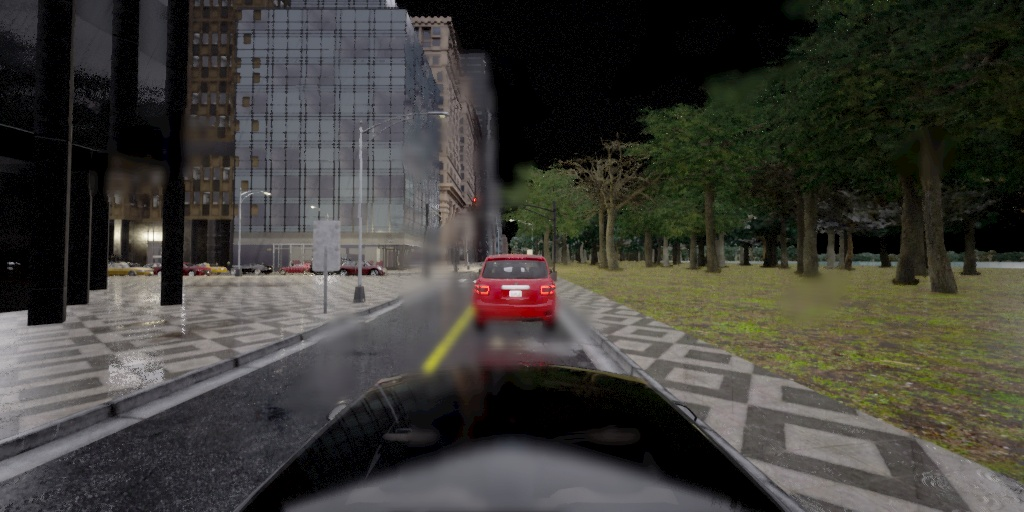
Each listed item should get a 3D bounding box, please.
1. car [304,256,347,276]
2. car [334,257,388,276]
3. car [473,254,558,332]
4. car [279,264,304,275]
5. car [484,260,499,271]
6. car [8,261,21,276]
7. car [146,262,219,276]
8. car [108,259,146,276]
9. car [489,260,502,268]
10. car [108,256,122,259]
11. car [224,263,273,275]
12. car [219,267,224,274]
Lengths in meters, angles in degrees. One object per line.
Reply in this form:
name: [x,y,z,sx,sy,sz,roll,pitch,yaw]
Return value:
car: [-16.887,0.983,35.361,5.566,2.045,2.150,0,-2,0]
car: [-13.497,1.128,32.672,4.097,1.591,1.967,0,0,-1]
car: [0.104,0.976,11.072,2.150,2.045,5.566,0,0,0]
car: [-24.435,1.503,41.196,4.207,1.307,1.802,0,0,0]
car: [-3.037,1.394,53.109,2.033,1.411,5.357,0,0,-3]
car: [-46.391,1.147,32.674,4.097,1.591,1.967,0,0,0]
car: [-29.927,1.244,32.674,4.507,1.381,1.888,0,0,0]
car: [-35.245,1.227,32.674,4.829,1.417,1.751,0,0,0]
car: [-2.963,1.458,64.567,1.994,1.385,4.181,0,0,1]
car: [-39.987,0.997,35.386,5.566,2.045,2.150,0,-2,0]
car: [-29.922,1.491,41.196,4.313,1.339,1.948,0,0,0]
car: [-35.579,1.453,41.196,4.829,1.417,1.751,0,0,0]
